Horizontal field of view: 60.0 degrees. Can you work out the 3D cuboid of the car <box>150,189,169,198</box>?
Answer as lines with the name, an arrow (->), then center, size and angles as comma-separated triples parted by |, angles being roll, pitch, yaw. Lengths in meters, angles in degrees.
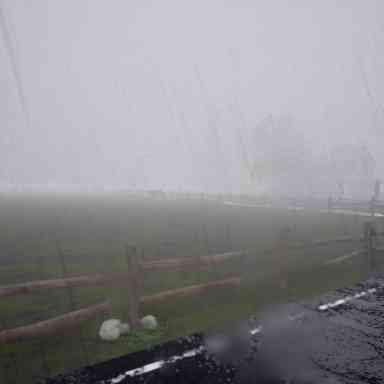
car -> -5.871, 0.290, 59.143 | 1.837, 1.490, 4.892 | 1, 1, -35
